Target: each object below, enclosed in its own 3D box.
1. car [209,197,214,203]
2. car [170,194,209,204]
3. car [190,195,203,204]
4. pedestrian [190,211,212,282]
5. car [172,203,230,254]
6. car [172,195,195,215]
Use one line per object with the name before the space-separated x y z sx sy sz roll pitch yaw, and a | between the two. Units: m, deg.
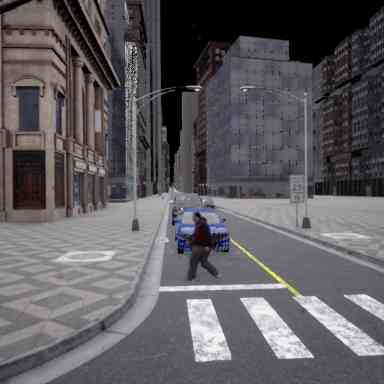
car | 1.736 1.378 42.020 2.033 1.411 5.357 0 0 -3
car | -0.338 1.145 23.527 2.150 2.045 5.566 0 0 -3
car | 0.773 1.325 57.551 1.994 1.385 4.181 0 0 -4
pedestrian | 0.211 1.275 8.192 0.375 1.860 0.375 0 0 -4
car | 0.271 1.437 13.602 1.882 1.535 5.008 0 0 -4
car | -0.934 1.240 33.476 2.097 1.767 4.553 0 0 -3
